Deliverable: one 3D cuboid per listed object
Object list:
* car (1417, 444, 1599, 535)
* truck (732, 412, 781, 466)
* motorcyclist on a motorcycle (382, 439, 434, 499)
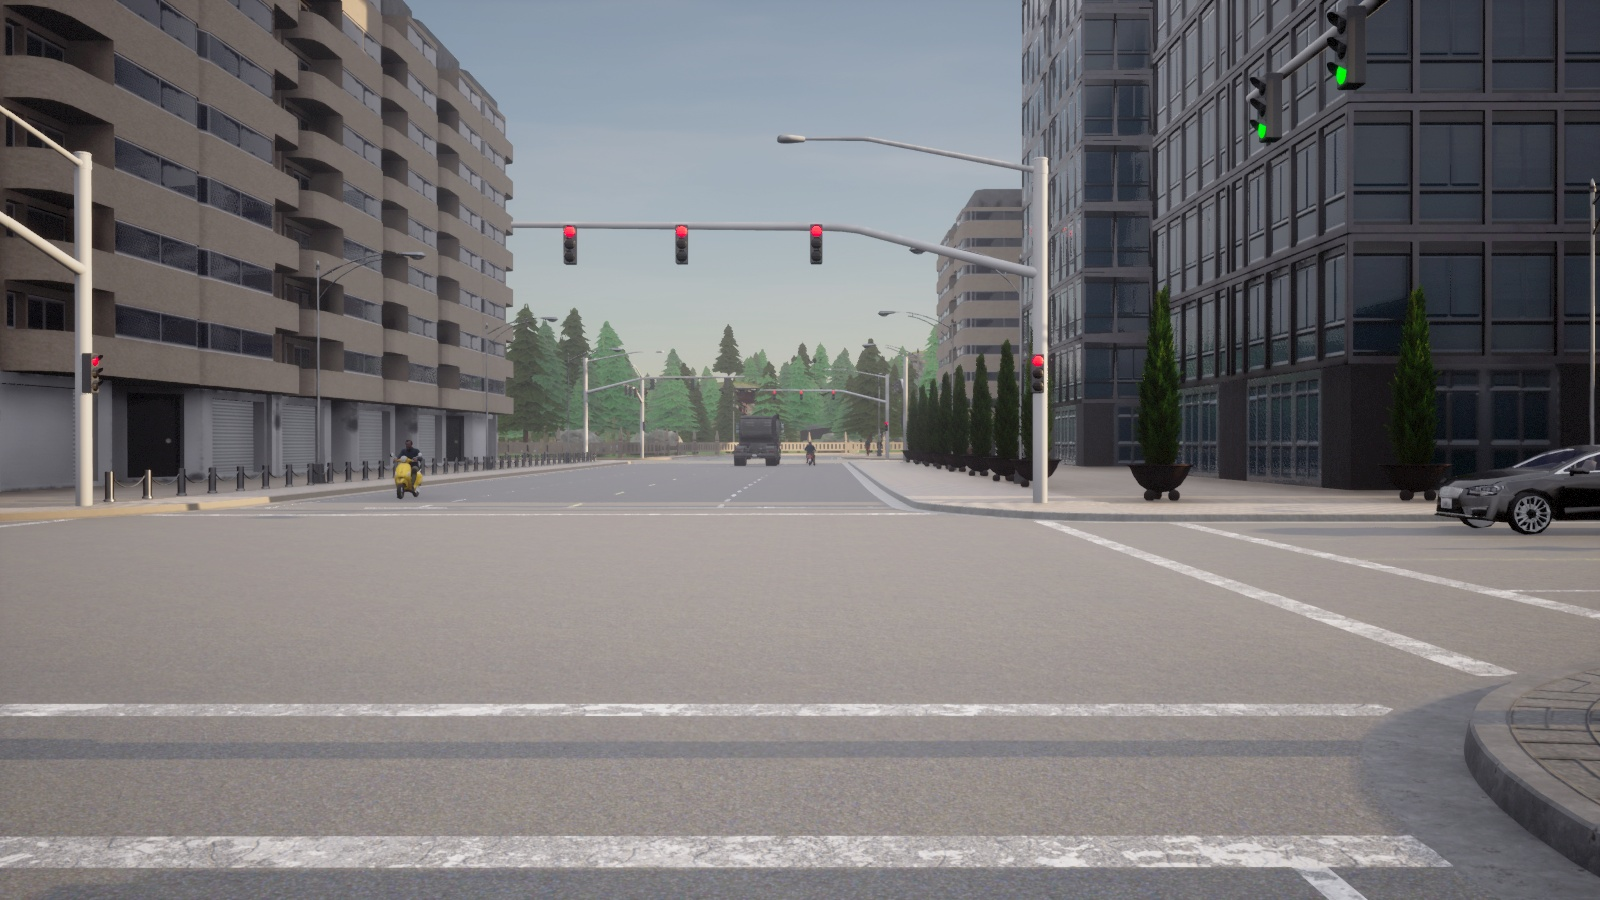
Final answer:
[{"bbox_3d":[13.678,0.646,21.788,4.902,1.511,2.128,0,0,1],"label":"car"},{"bbox_3d":[-2.822,-0.710,83.605,2.891,3.462,7.936,0,0,1],"label":"truck"},{"bbox_3d":[-10.623,0.499,34.094,0.866,1.590,1.817,0,0,0],"label":"motorcyclist on a motorcycle"}]
